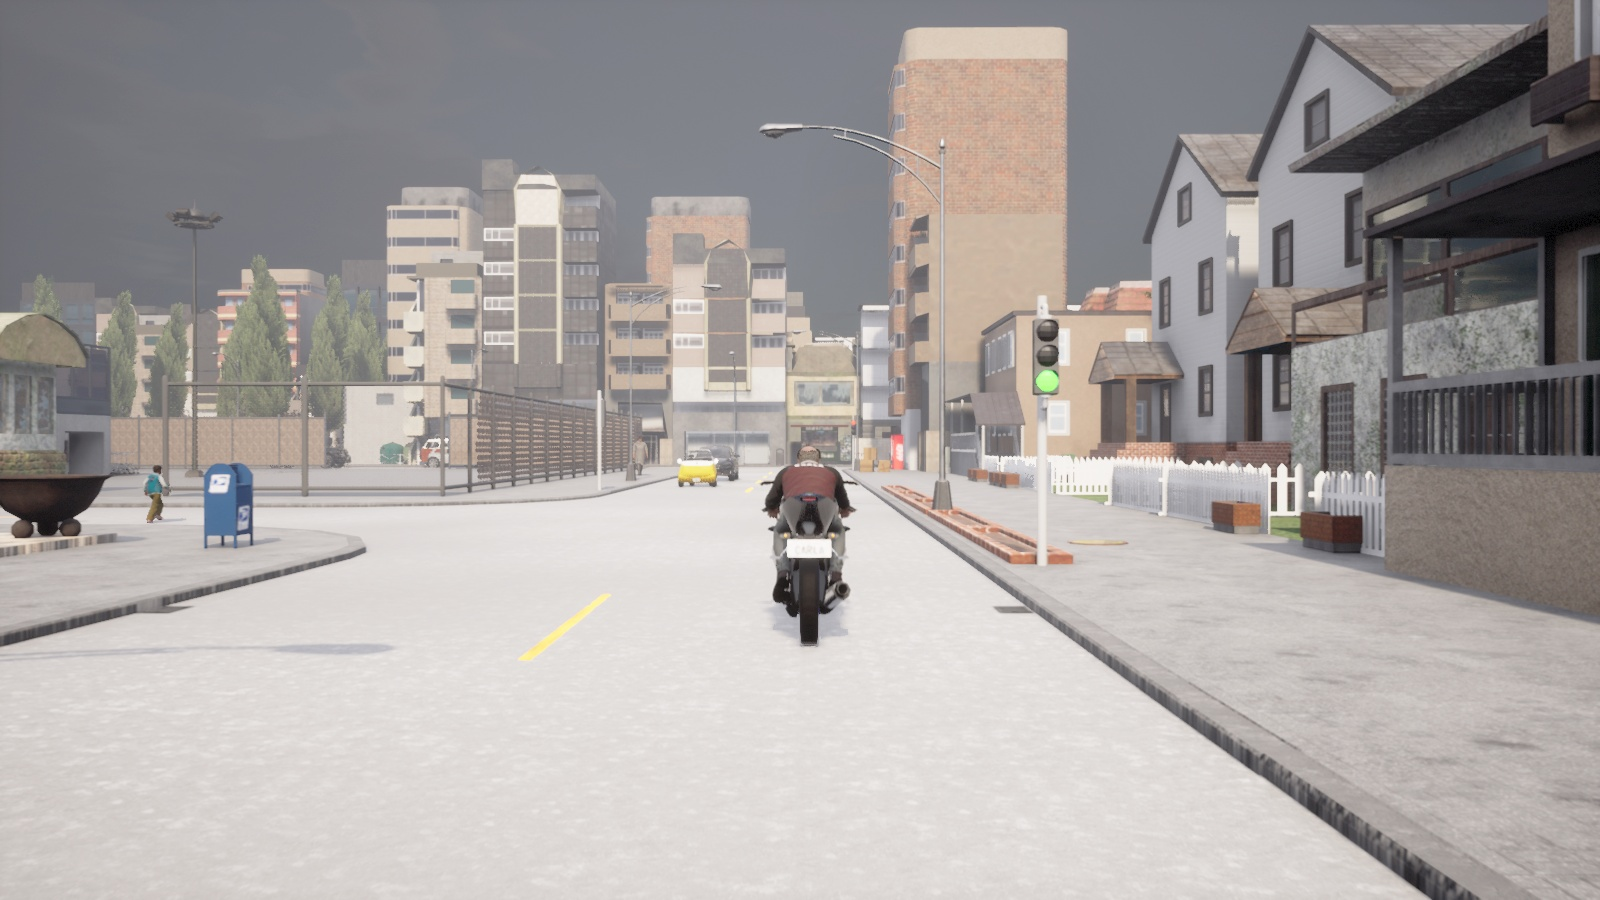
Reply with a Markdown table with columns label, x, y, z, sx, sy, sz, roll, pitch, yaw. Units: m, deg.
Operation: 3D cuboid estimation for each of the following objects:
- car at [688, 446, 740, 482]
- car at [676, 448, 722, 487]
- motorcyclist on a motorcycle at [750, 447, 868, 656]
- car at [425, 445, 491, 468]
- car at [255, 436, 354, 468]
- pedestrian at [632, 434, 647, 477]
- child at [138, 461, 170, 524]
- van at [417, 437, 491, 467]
| label | x | y | z | sx | sy | sz | roll | pitch | yaw |
| --- | --- | --- | --- | --- | --- | --- | --- | --- | --- |
| car | -3.664 | 0.558 | 54.212 | 1.837 | 1.490 | 4.892 | 0 | 0 | 1 |
| car | -3.684 | 0.637 | 45.946 | 1.481 | 1.376 | 2.207 | 0 | 0 | 1 |
| motorcyclist on a motorcycle | 0.074 | 0.746 | 10.336 | 0.866 | 1.530 | 2.191 | 0 | 0 | 0 |
| car | -22.274 | 0.406 | 81.856 | 3.806 | 1.475 | 1.970 | 0 | 0 | 1 |
| car | -32.284 | 0.151 | 81.913 | 5.566 | 2.045 | 2.150 | 0 | 0 | 1 |
| pedestrian | -7.397 | 0.246 | 57.967 | 0.659 | 1.952 | 0.873 | 0 | 0 | -9 |
| child | -12.486 | 0.821 | 24.274 | 0.343 | 1.192 | 0.448 | 0 | 0 | 19 |
| van | -23.630 | 0.149 | 85.857 | 4.480 | 2.038 | 2.069 | 0 | 0 | 0 |
